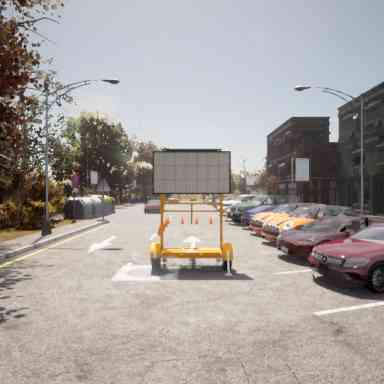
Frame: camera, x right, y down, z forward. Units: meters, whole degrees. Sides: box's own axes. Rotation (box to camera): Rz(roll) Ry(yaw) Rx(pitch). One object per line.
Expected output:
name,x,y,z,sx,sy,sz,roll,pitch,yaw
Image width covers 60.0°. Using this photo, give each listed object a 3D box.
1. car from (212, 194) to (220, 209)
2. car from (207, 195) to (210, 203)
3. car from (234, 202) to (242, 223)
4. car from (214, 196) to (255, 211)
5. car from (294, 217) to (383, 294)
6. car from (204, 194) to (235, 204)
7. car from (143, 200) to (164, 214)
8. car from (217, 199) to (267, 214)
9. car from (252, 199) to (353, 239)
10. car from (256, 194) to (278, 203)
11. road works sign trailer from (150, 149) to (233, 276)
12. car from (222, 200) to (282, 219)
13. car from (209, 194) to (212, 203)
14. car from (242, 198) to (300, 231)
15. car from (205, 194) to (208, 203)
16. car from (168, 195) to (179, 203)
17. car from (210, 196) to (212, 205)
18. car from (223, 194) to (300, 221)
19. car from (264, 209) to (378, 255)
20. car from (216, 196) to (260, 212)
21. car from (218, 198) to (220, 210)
car,5.317,1.270,32.646,5.566,2.045,2.435,1,0,-20
car,5.362,1.583,50.681,5.008,1.535,2.097,1,-1,-20
car,5.308,1.538,20.651,4.674,1.452,2.002,1,0,-20
car,5.328,1.423,41.661,4.553,1.767,2.185,1,0,-20
car,5.299,1.527,8.641,4.674,1.452,2.002,1,0,-20
car,5.375,1.391,65.719,5.566,2.045,2.435,1,0,-20
car,-4.092,1.572,36.067,1.812,1.442,4.674,0,0,0
car,5.321,1.560,35.645,4.792,1.488,2.163,1,0,-20
car,5.334,1.366,14.653,4.553,1.767,2.185,1,0,-20
car,18.333,1.462,81.718,2.435,2.045,5.566,0,0,-21
road works sign trailer,-0.011,0.467,10.358,2.380,3.560,2.880,0,0,0
car,5.304,1.544,29.644,4.792,1.488,2.163,1,0,-20
car,5.401,1.446,47.678,4.553,1.767,2.185,1,0,-20
car,5.339,1.369,17.654,4.553,1.767,2.185,1,0,-20
car,5.190,1.612,59.625,5.366,1.575,1.946,1,0,-20
car,-3.979,1.529,71.143,2.097,1.767,4.553,0,0,1
car,5.365,1.600,44.669,4.674,1.452,2.002,1,0,-20
car,5.308,1.251,23.629,5.566,2.045,2.435,1,0,-20
car,5.271,1.518,11.633,4.792,1.488,2.163,1,0,-20
car,5.322,1.413,38.660,4.553,1.767,2.185,1,0,-20
car,5.151,1.503,26.586,5.366,1.575,1.946,1,0,-20
